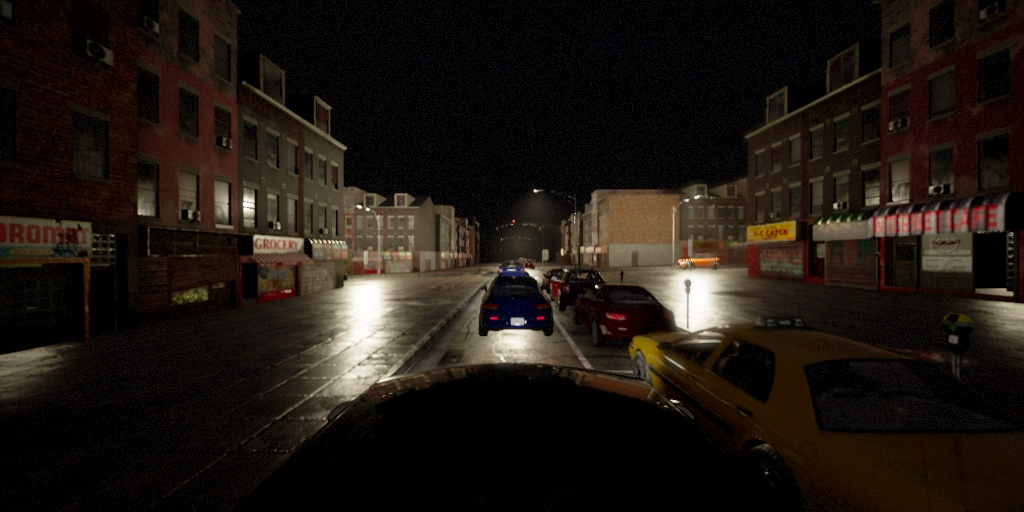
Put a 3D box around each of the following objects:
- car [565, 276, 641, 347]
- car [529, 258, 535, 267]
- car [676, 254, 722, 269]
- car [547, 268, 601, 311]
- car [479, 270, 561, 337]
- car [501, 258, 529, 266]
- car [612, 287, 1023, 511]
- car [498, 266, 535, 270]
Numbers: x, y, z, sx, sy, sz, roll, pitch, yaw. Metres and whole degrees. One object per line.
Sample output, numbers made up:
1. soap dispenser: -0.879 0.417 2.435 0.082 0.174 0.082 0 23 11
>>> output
1. car: 2.636 1.338 9.049 1.802 1.307 4.207 0 0 0
2. car: 2.623 1.349 57.322 1.967 1.591 4.097 0 0 0
3. car: 20.979 0.564 40.512 4.553 1.767 2.097 -2 0 0
4. car: 2.635 1.203 14.515 1.967 1.591 4.097 0 0 0
5. car: 0.072 1.283 10.209 1.812 1.442 4.674 0 0 -1
6. car: -0.019 1.143 27.644 2.097 1.767 4.553 0 0 0
7. car: 2.638 1.276 3.752 1.751 1.417 4.829 0 0 0
8. car: 0.101 1.369 17.746 1.895 1.301 4.718 0 0 0
